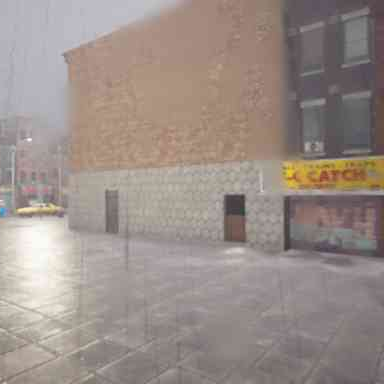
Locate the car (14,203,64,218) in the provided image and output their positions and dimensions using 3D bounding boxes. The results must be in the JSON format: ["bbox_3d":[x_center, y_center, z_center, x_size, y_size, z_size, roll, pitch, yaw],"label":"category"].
[{"bbox_3d":[-15.745,1.808,34.382,1.752,1.417,4.829,-1,0,36],"label":"car"}]

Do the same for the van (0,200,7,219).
[{"bbox_3d":[-18.915,1.628,29.959,1.690,1.788,3.998,-1,0,36],"label":"van"}]
